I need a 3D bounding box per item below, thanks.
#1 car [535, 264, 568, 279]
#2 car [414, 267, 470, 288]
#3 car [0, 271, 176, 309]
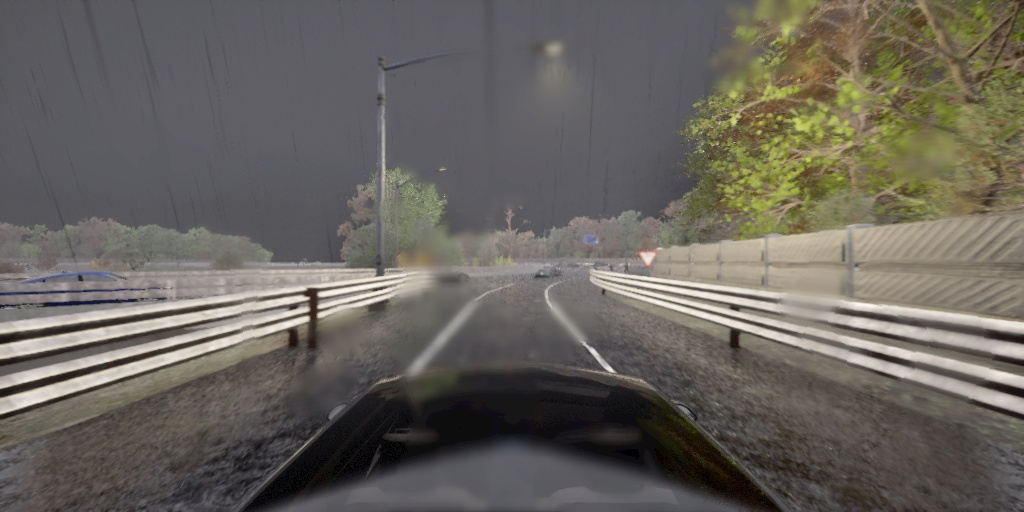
[{"bbox_3d":[4.324,1.894,40.959,1.994,1.385,4.181,0,-1,32],"label":"car"},{"bbox_3d":[-5.329,1.611,27.618,2.128,1.511,4.902,-1,-1,40],"label":"car"},{"bbox_3d":[-17.553,1.400,15.084,5.008,1.535,1.882,1,-1,-42],"label":"car"}]
